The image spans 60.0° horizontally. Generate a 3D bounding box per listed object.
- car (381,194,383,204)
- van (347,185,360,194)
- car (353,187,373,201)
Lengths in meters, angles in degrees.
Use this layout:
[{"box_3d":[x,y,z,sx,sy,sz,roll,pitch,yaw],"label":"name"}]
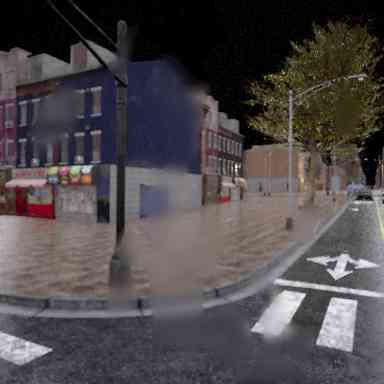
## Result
[{"box_3d":[23.022,0.596,38.453,2.033,1.411,5.357,0,3,29],"label":"car"},{"box_3d":[31.413,-0.462,65.403,1.690,1.788,3.998,2,2,28],"label":"van"},{"box_3d":[22.488,0.439,43.350,1.895,1.301,4.718,0,3,28],"label":"car"}]
